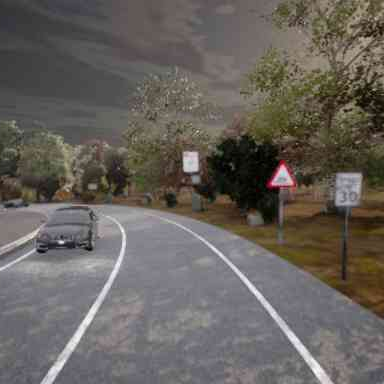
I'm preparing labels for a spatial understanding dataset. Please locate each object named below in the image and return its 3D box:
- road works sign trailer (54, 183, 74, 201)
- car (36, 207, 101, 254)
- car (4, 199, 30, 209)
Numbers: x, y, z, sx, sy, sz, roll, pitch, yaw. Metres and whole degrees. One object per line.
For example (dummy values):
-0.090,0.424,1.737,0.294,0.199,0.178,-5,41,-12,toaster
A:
-22.763,-0.127,60.577,2.380,2.880,3.560,-22,34,12,road works sign trailer
-4.727,1.387,13.242,1.837,1.490,4.892,-1,1,-11,car
-25.964,1.751,49.151,5.357,1.411,2.033,-2,3,40,car
